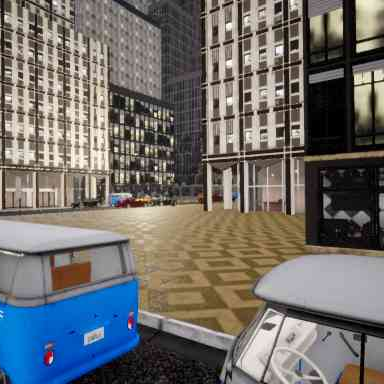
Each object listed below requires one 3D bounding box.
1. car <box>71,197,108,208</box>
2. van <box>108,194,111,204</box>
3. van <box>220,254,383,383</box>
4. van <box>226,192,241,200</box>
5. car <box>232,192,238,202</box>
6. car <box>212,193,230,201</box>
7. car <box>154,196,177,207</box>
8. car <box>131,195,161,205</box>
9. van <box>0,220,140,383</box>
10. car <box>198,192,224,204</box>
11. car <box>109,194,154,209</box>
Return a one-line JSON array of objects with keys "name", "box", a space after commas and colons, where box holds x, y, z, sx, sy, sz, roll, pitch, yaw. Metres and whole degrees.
[{"name": "car", "box": [-13.819, 1.404, 43.808, 1.947, 1.339, 4.313, 0, 0, 36]}, {"name": "van", "box": [-10.486, 1.136, 48.356, 1.690, 1.788, 3.998, 0, 0, 36]}, {"name": "van", "box": [1.964, 1.341, 1.486, 3.998, 1.788, 1.690, 0, -1, 36]}, {"name": "van", "box": [9.526, 0.872, 75.647, 1.690, 1.788, 3.998, 0, 0, 36]}, {"name": "car", "box": [6.298, 1.101, 57.072, 2.008, 1.369, 4.403, 0, 0, 36]}, {"name": "car", "box": [6.192, 1.016, 71.099, 1.967, 1.590, 4.097, 0, 0, 36]}, {"name": "car", "box": [-3.704, 1.230, 43.433, 2.008, 1.369, 4.403, 0, 0, 36]}, {"name": "car", "box": [-7.249, 1.279, 52.767, 1.752, 1.417, 4.829, 0, 0, 36]}, {"name": "van", "box": [-2.574, 1.342, 4.728, 3.998, 1.788, 1.690, 0, -1, 36]}, {"name": "car", "box": [2.962, 0.909, 52.525, 2.192, 1.841, 5.009, 0, 0, 36]}, {"name": "car", "box": [-7.038, 1.267, 38.886, 1.887, 1.381, 4.507, 0, 0, 36]}]
